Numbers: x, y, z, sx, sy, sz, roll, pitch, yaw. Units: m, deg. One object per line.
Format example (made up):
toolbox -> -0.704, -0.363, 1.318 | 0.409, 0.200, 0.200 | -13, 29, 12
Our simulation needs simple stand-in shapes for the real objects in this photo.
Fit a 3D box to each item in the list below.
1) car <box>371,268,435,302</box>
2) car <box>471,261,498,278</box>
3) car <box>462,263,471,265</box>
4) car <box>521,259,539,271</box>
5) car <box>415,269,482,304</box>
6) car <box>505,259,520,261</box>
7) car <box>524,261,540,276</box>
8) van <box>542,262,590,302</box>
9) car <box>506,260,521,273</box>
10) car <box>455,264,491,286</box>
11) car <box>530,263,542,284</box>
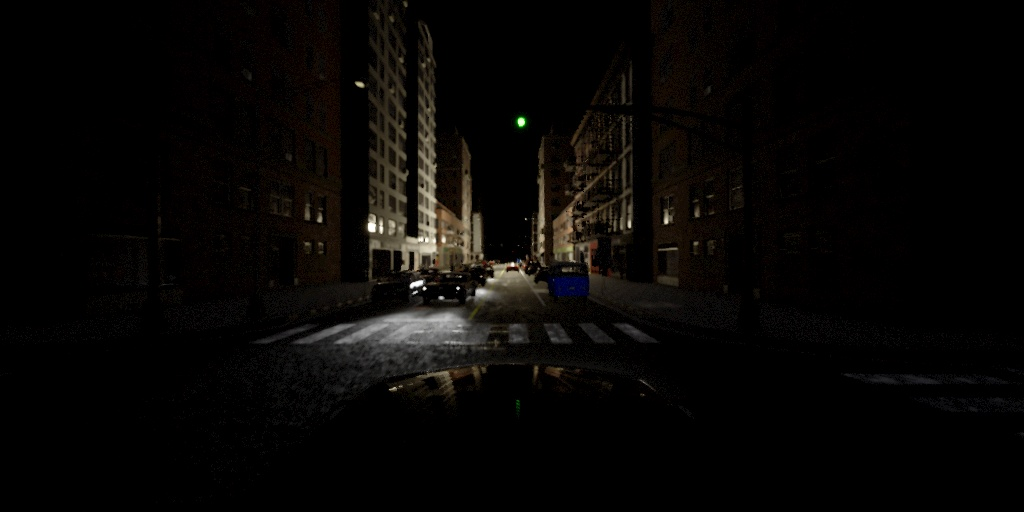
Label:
car -> -5.392, 1.424, 17.512 | 2.007, 1.370, 4.403 | 0, 0, 0
car -> -2.850, 1.562, 37.313 | 1.994, 1.385, 4.181 | 0, 0, 0
car -> -5.396, 1.552, 40.069 | 1.751, 1.417, 4.829 | 0, 0, 0
car -> 2.628, 1.346, 45.929 | 2.192, 1.841, 5.009 | 0, 0, 0
car -> -2.865, 1.463, 17.247 | 1.895, 1.301, 4.718 | 0, 0, 3
car -> 0.076, 1.614, 61.302 | 1.882, 1.535, 5.008 | 0, 0, 0
car -> 2.629, 1.578, 40.247 | 1.802, 1.307, 4.207 | 0, 0, 0
van -> 2.634, 1.184, 17.522 | 1.690, 1.789, 3.998 | 0, 0, 0
car -> 0.092, 1.674, 51.186 | 1.895, 1.301, 4.718 | 0, 0, 0
car -> -2.854, 1.532, 27.259 | 1.895, 1.301, 4.718 | 0, 0, 0
car -> 2.631, 1.503, 28.884 | 1.802, 1.307, 4.207 | 0, 0, 0
